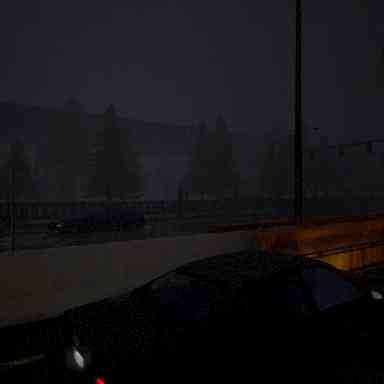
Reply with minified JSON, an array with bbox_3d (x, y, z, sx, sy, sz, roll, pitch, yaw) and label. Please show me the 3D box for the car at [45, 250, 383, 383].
[{"bbox_3d":[1.012,1.548,4.469,5.357,1.411,2.033,0,0,-35],"label":"car"}]
